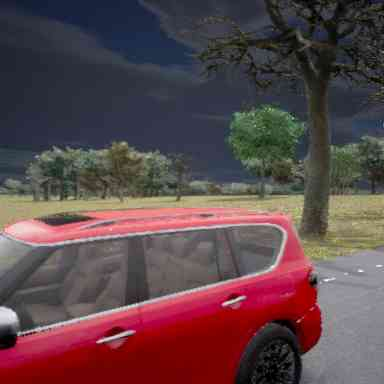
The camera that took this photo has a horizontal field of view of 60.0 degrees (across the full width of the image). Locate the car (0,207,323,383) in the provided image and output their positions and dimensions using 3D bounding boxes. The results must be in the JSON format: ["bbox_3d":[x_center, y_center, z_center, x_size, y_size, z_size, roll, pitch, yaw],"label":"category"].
[{"bbox_3d":[-1.045,1.221,3.245,5.566,2.045,2.150,0,0,-36],"label":"car"}]
